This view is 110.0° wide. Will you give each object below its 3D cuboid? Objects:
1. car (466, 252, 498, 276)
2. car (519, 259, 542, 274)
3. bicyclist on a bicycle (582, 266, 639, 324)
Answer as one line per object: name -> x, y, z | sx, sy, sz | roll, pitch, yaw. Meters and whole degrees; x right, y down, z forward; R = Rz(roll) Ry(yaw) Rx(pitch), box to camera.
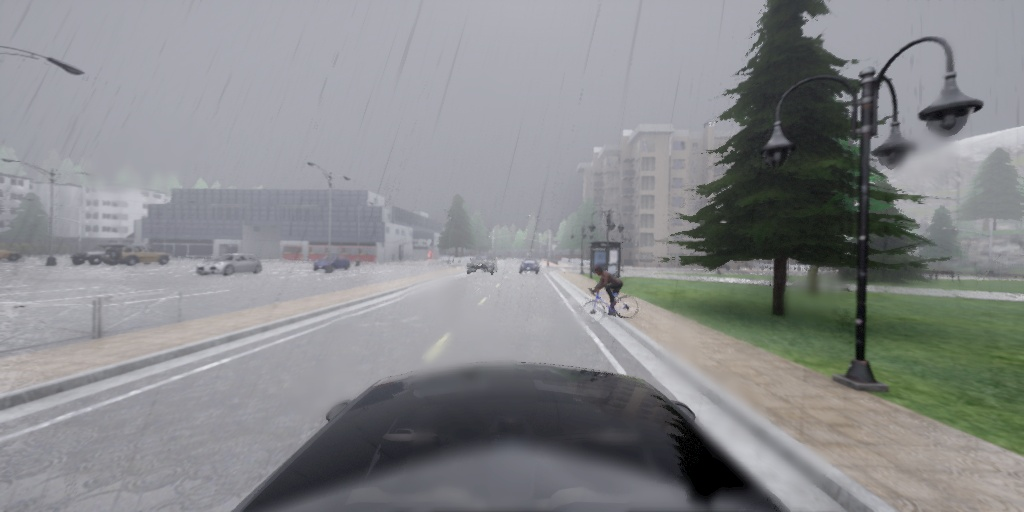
car -> -2.311, 0.501, 28.628 | 2.097, 1.767, 4.553 | 1, 0, 3
car -> 1.909, 1.029, 37.235 | 1.812, 1.442, 4.674 | 1, 1, 8
bicyclist on a bicycle -> 2.762, 1.097, 10.350 | 1.656, 1.620, 0.582 | -8, 0, 3
